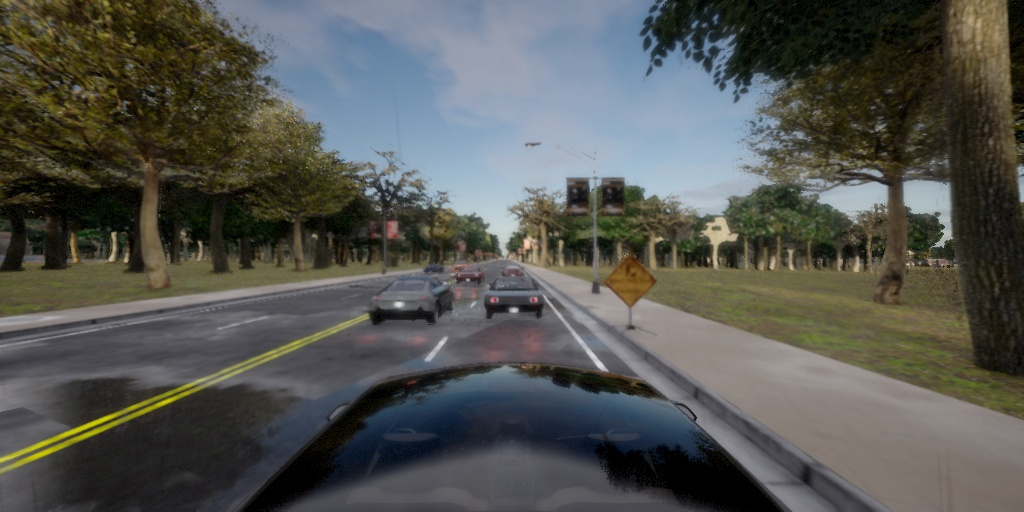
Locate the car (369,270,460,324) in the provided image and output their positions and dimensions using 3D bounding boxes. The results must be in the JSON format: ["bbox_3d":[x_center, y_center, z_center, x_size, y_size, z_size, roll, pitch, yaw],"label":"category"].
[{"bbox_3d":[-3.178,1.345,12.129,1.994,1.385,4.181,0,0,0],"label":"car"}]

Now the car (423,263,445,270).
[{"bbox_3d":[-9.857,1.601,45.530,1.895,1.301,4.718,0,0,0],"label":"car"}]

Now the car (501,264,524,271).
[{"bbox_3d":[0.076,1.409,30.944,1.812,1.442,4.674,0,0,0],"label":"car"}]

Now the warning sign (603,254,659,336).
[{"bbox_3d":[2.847,0.886,8.621,1.300,1.860,1.060,0,0,0],"label":"warning sign"}]

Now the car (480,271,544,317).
[{"bbox_3d":[0.077,1.386,13.219,1.895,1.301,4.718,0,0,0],"label":"car"}]

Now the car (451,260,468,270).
[{"bbox_3d":[-6.600,1.361,46.639,2.097,1.767,4.553,0,0,0],"label":"car"}]

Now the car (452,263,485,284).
[{"bbox_3d":[-3.180,1.464,28.269,1.895,1.301,4.718,0,0,0],"label":"car"}]
